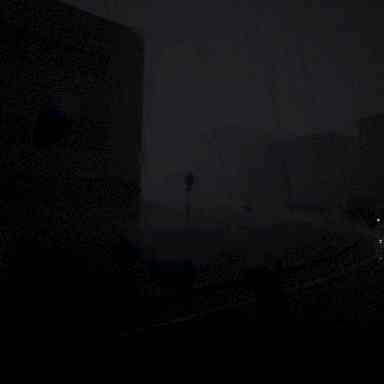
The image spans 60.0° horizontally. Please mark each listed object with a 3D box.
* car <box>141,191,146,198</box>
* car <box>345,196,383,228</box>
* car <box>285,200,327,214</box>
[{"bbox_3d":[-10.907,0.371,64.562,2.150,2.045,5.566,2,2,-36],"label":"car"},{"bbox_3d":[12.593,1.327,23.068,2.150,2.045,5.566,2,0,3],"label":"car"},{"bbox_3d":[12.659,1.634,37.308,1.882,1.535,5.008,2,-1,-29],"label":"car"}]
